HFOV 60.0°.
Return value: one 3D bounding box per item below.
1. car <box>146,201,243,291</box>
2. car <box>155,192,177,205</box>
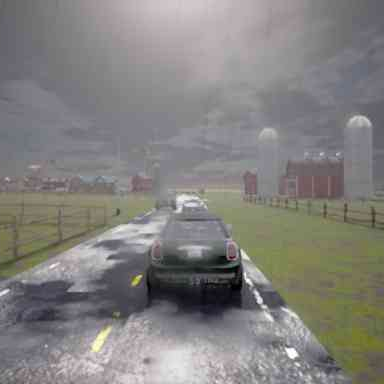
[{"bbox_3d":[0.073,1.297,9.046,2.097,1.767,4.553,0,0,0],"label":"car"},{"bbox_3d":[-2.821,1.005,37.286,2.150,2.045,5.566,0,0,0],"label":"car"}]
